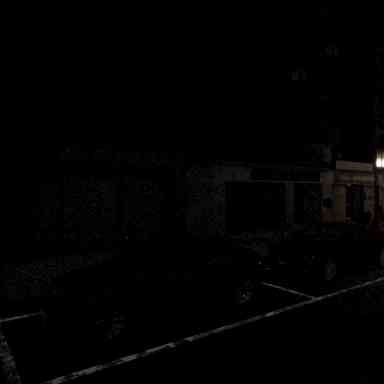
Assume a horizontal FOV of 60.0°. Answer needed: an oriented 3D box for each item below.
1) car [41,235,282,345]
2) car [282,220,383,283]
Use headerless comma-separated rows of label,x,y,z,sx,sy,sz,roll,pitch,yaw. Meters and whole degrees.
car,-0.515,1.566,6.397,4.313,1.339,1.947,0,0,-35
car,4.101,1.544,9.686,4.507,1.381,1.887,0,0,-35
